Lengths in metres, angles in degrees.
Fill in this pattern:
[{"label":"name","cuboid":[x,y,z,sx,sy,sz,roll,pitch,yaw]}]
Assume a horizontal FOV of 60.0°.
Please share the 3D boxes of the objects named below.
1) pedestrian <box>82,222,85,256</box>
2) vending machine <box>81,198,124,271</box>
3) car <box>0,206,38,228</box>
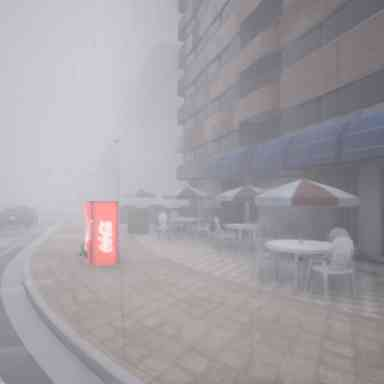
[{"label":"pedestrian","cuboid":[-3.285,1.478,10.835,0.375,1.300,0.375,1,0,-24]},{"label":"vending machine","cuboid":[-2.776,1.252,10.255,1.100,2.100,0.880,1,0,-26]},{"label":"car","cuboid":[-11.879,1.629,22.816,1.994,1.385,4.181,1,-1,-18]}]
